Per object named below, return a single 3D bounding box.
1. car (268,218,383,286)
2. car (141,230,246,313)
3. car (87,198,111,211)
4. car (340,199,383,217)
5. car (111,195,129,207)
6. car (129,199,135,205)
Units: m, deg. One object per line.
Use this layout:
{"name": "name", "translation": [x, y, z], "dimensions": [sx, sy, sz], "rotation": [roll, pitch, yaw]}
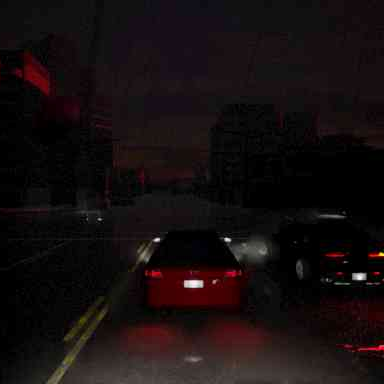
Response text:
{"name": "car", "translation": [3.492, 1.507, 9.398], "dimensions": [1.837, 1.490, 4.892], "rotation": [0, 0, -1]}
{"name": "car", "translation": [0.009, 1.564, 7.776], "dimensions": [1.994, 1.385, 4.181], "rotation": [0, 0, -1]}
{"name": "car", "translation": [-12.186, 1.714, 42.999], "dimensions": [1.895, 1.301, 4.718], "rotation": [0, -1, -3]}
{"name": "car", "translation": [15.700, 1.314, 28.739], "dimensions": [5.357, 1.411, 2.033], "rotation": [-1, 0, -4]}
{"name": "car", "translation": [-13.102, 1.625, 59.025], "dimensions": [2.150, 2.045, 5.566], "rotation": [0, -1, -3]}
{"name": "car", "translation": [-13.930, 2.294, 74.223], "dimensions": [1.994, 1.385, 4.181], "rotation": [0, -1, -3]}
